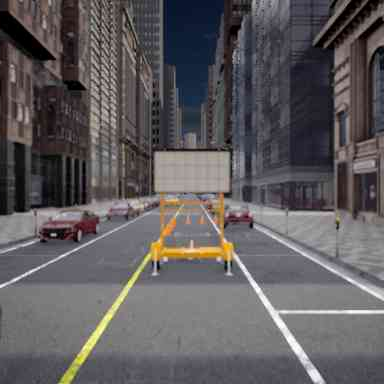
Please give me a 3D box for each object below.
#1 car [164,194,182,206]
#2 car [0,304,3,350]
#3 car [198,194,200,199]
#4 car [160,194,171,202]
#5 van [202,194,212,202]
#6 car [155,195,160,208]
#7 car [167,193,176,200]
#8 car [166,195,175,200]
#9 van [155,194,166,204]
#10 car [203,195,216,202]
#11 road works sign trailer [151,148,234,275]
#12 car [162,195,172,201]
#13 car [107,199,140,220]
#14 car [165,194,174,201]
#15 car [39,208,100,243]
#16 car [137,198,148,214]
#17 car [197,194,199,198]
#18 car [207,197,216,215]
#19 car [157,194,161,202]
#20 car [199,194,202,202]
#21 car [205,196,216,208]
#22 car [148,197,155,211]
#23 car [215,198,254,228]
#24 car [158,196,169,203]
[{"bbox_3d":[-3.000,1.395,51.461,1.882,1.535,5.008,0,0,1],"label":"car"},{"bbox_3d":[-3.099,1.501,1.905,1.837,1.490,4.892,0,0,0],"label":"car"},{"bbox_3d":[2.798,1.335,66.483,1.967,1.590,4.097,0,0,0],"label":"car"},{"bbox_3d":[-5.725,1.327,72.079,1.967,1.590,4.097,0,0,0],"label":"car"},{"bbox_3d":[2.790,1.262,49.676,1.690,1.788,3.998,0,0,0],"label":"van"},{"bbox_3d":[-5.739,1.474,44.070,1.887,1.381,4.507,0,0,0],"label":"car"},{"bbox_3d":[-5.714,1.169,94.486,2.192,1.841,5.009,0,0,0],"label":"car"},{"bbox_3d":[-5.717,1.427,88.884,1.947,1.339,4.313,0,0,0],"label":"car"},{"bbox_3d":[-5.730,1.245,60.876,1.690,1.788,3.998,0,0,0],"label":"van"},{"bbox_3d":[2.787,1.474,44.075,1.887,1.381,4.507,0,0,0],"label":"car"},{"bbox_3d":[0.005,0.447,10.346,2.380,3.560,2.880,0,0,0],"label":"road works sign trailer"},{"bbox_3d":[-5.723,1.444,77.681,1.947,1.339,4.313,0,0,0],"label":"car"},{"bbox_3d":[-5.747,1.537,27.265,1.802,1.307,4.206,0,0,0],"label":"car"},{"bbox_3d":[-5.720,1.310,83.282,1.967,1.590,4.097,0,0,0],"label":"car"},{"bbox_3d":[-5.752,1.518,16.061,1.887,1.381,4.507,0,0,0],"label":"car"},{"bbox_3d":[-5.744,1.472,32.697,1.752,1.417,4.829,0,0,0],"label":"car"},{"bbox_3d":[2.805,1.414,83.290,1.887,1.381,4.507,0,0,0],"label":"car"},{"bbox_3d":[2.781,1.472,33.040,1.752,1.417,4.829,0,0,0],"label":"car"},{"bbox_3d":[-5.736,1.465,49.672,1.887,1.381,4.507,0,0,0],"label":"car"},{"bbox_3d":[2.795,1.448,60.882,1.887,1.381,4.507,0,0,0],"label":"car"},{"bbox_3d":[2.784,1.483,38.473,1.887,1.381,4.507,0,0,0],"label":"car"},{"bbox_3d":[-5.741,1.378,38.468,1.967,1.590,4.097,0,0,0],"label":"car"},{"bbox_3d":[2.776,1.404,21.666,1.967,1.590,4.097,0,0,0],"label":"car"},{"bbox_3d":[-5.728,1.477,66.477,1.802,1.307,4.206,0,0,0],"label":"car"}]
